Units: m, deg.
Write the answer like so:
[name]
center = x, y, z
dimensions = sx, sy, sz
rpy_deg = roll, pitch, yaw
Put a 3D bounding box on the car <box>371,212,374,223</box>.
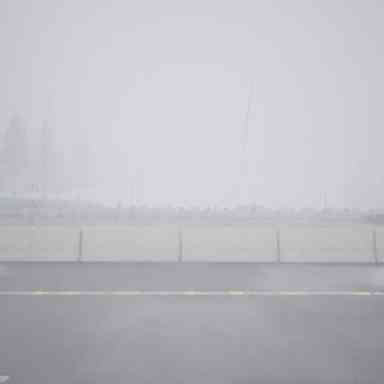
[car]
center = 16.499, 1.999, 27.485
dimensions = 4.674, 1.442, 1.812
rpy_deg = 1, 0, -2
